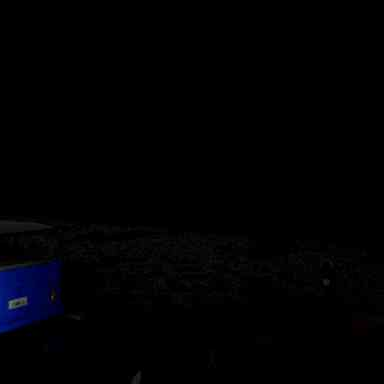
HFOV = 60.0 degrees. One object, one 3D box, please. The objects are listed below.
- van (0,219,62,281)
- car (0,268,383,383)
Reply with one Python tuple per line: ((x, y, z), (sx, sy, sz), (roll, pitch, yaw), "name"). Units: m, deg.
((-3.977, 1.341, 5.807), (3.998, 1.788, 1.690), (0, 0, 36), "van")
((0.587, 1.545, 2.547), (4.507, 1.381, 1.887), (0, 0, 36), "car")
